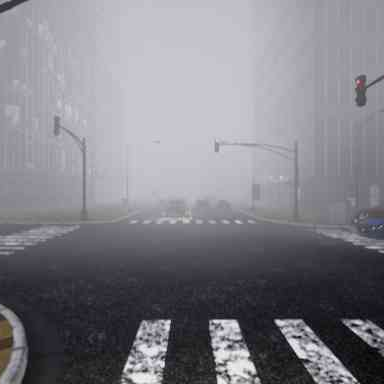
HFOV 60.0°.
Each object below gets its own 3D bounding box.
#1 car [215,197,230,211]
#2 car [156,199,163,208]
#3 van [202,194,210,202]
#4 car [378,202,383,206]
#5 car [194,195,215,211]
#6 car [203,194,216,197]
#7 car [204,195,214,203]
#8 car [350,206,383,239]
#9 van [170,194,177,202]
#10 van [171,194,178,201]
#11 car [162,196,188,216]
[{"bbox_3d":[3.791,1.608,41.866,1.947,1.339,4.313,0,0,0],"label":"car"},{"bbox_3d":[-4.180,1.625,47.333,1.802,1.307,4.206,0,0,0],"label":"car"},{"bbox_3d":[3.451,1.376,80.557,1.690,1.788,3.998,0,0,0],"label":"van"},{"bbox_3d":[12.916,1.495,20.663,5.566,2.045,2.150,1,0,-1],"label":"car"},{"bbox_3d":[1.278,1.533,40.976,2.128,1.511,4.902,0,0,0],"label":"car"},{"bbox_3d":[3.576,1.356,63.974,2.192,1.841,5.009,0,0,0],"label":"car"},{"bbox_3d":[3.535,1.479,69.502,1.967,1.590,4.097,0,0,0],"label":"car"},{"bbox_3d":[11.311,1.719,17.273,5.008,1.535,1.882,1,0,-3],"label":"car"},{"bbox_3d":[-4.428,1.376,80.498,1.690,1.788,3.998,0,0,0],"label":"van"},{"bbox_3d":[-4.470,1.374,86.025,1.690,1.788,3.998,0,0,0],"label":"van"},{"bbox_3d":[-1.607,1.517,33.349,1.882,1.535,5.008,0,0,0],"label":"car"}]
